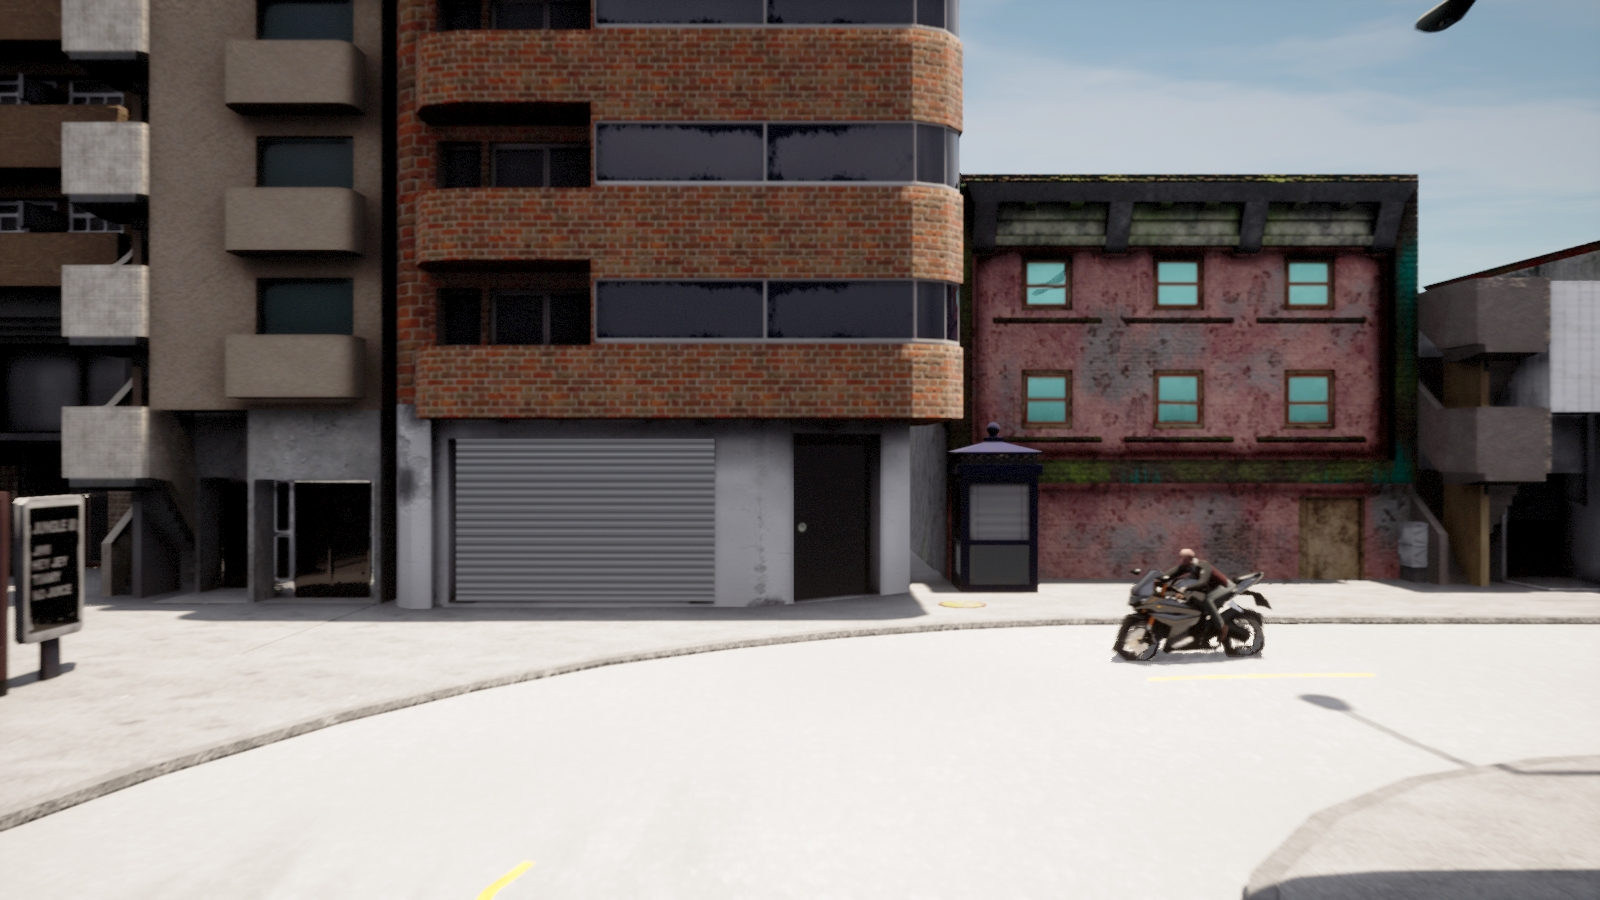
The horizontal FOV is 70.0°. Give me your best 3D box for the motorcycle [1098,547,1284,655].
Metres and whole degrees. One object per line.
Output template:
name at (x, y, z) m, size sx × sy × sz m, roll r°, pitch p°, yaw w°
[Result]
motorcycle at (5.219, 1.987, 15.286) m, size 2.209 × 1.251 × 0.867 m, roll 0°, pitch 1°, yaw -13°
